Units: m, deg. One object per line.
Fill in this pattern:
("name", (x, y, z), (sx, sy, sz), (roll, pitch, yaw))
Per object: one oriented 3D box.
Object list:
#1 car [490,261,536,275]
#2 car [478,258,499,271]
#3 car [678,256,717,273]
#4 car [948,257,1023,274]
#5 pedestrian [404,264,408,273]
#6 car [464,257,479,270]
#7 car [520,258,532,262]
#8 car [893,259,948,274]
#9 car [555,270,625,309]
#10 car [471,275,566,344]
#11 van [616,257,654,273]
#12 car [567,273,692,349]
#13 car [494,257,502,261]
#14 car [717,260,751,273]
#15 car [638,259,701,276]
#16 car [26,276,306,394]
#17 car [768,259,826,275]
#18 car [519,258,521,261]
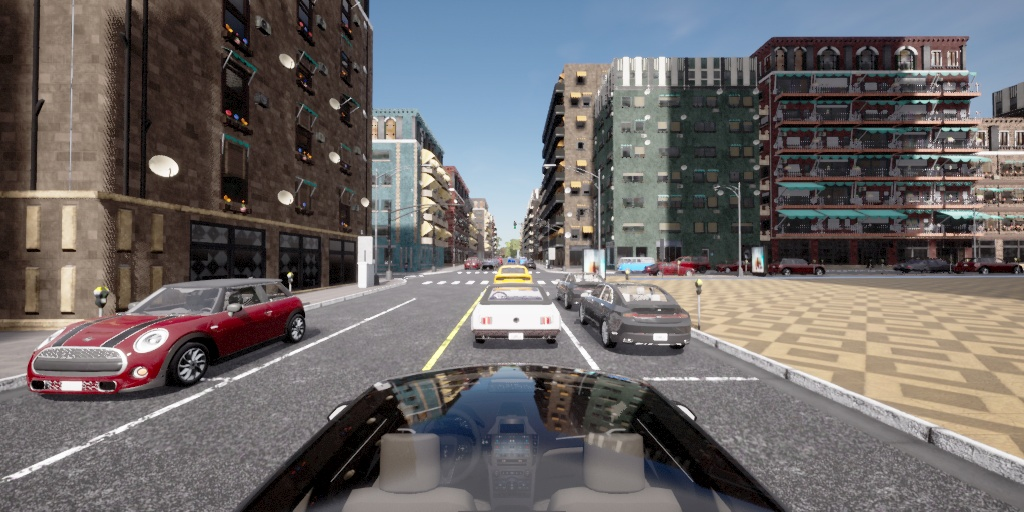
("car", (0.058, 1.233, 19.021), (1.882, 1.535, 5.008), (0, 0, 0))
("car", (-3.213, 1.369, 50.439), (1.895, 1.301, 4.718), (0, 0, 1))
("car", (19.223, 0.978, 39.554), (5.009, 1.841, 2.192), (0, 0, 0))
("car", (41.286, 0.812, 31.059), (4.097, 1.591, 1.967), (0, 0, 0))
("pedestrian", (-12.610, 1.098, 42.681), (0.375, 1.860, 0.375), (0, 0, 0))
("car", (-5.791, 1.084, 52.770), (2.192, 1.841, 5.009), (0, 0, 0))
("car", (2.590, 1.335, 52.747), (1.948, 1.339, 4.313), (0, 0, 0))
("car", (39.199, 0.973, 33.674), (5.357, 1.411, 2.033), (0, -1, 0))
("car", (2.795, 1.304, 14.554), (2.007, 1.370, 4.403), (0, 0, 0))
("car", (0.083, 1.353, 9.568), (1.895, 1.301, 4.718), (0, 0, 0))
("van", (13.695, 1.046, 39.583), (3.998, 1.789, 1.690), (0, 0, 0))
("car", (2.807, 1.303, 8.984), (2.007, 1.370, 4.403), (0, 0, 0))
("car", (-3.200, 1.320, 60.132), (2.033, 1.411, 5.357), (0, 0, 0))
("car", (24.751, 1.166, 39.525), (4.507, 1.381, 1.888), (0, 0, 0))
("car", (13.650, 1.163, 31.202), (4.207, 1.307, 1.802), (0, 0, 0))
("car", (-5.829, 1.191, 6.731), (1.967, 1.591, 4.097), (0, 0, 0))
("car", (24.705, 0.936, 31.145), (4.097, 1.591, 1.967), (0, 0, 0))
("car", (2.579, 1.353, 58.317), (1.802, 1.307, 4.207), (0, 0, 0))
